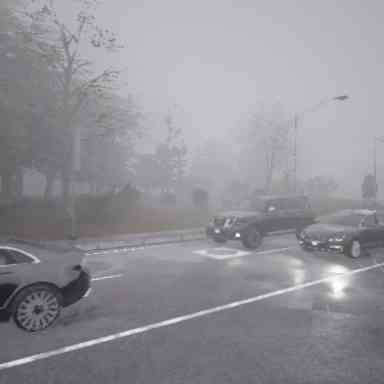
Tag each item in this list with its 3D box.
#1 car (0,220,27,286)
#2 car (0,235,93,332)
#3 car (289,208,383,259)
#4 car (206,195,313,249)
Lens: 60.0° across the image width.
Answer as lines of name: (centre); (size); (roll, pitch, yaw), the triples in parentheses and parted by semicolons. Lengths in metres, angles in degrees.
car: (-6.893, 1.545, 7.587); (5.357, 1.411, 2.033); (0, 0, -35)
car: (-4.118, 1.492, 5.260); (4.902, 1.511, 2.128); (0, 0, -35)
car: (6.049, 1.456, 12.503); (4.892, 1.490, 1.837); (0, 0, -36)
car: (3.250, 1.177, 14.804); (5.566, 2.045, 2.150); (-1, 0, -36)
